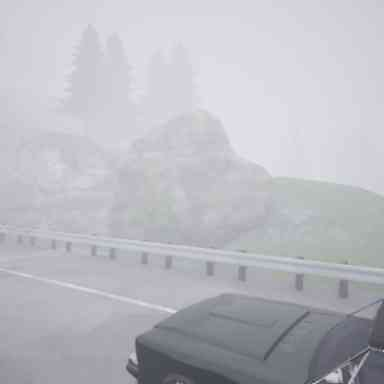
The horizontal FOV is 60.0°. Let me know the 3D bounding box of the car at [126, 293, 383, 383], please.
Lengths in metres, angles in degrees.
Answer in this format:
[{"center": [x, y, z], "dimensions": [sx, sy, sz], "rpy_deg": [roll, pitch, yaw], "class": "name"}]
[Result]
[{"center": [1.690, 1.594, 2.700], "dimensions": [4.718, 1.301, 1.895], "rpy_deg": [0, 0, 35], "class": "car"}]
